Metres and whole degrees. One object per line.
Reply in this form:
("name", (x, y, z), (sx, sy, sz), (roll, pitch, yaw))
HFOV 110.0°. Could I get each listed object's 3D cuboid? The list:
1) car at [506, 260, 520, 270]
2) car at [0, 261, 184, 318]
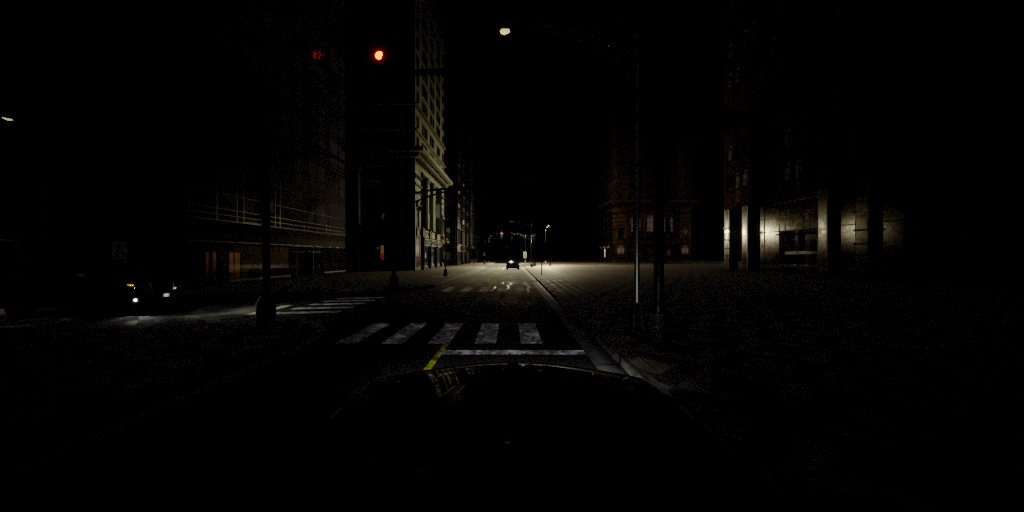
("car", (0.117, 1.325, 53.436), (1.994, 1.385, 4.181), (0, 0, 0))
("car", (-16.103, 1.192, 13.818), (5.566, 2.045, 2.150), (-1, 0, 0))
